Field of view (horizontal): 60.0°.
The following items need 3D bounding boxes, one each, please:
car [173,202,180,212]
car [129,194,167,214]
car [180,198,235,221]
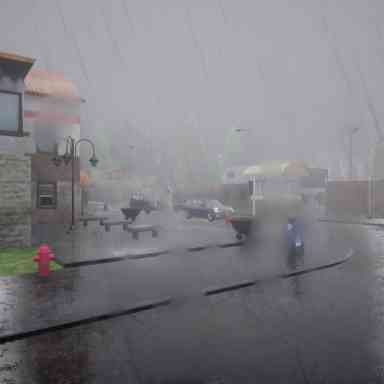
[{"bbox_3d":[-0.293,1.526,36.637,1.812,1.442,4.674,0,0,-35],"label":"car"},{"bbox_3d":[-4.797,1.221,35.787,2.150,2.045,5.566,0,0,-35],"label":"car"},{"bbox_3d":[1.380,1.352,27.067,2.097,1.767,4.553,0,0,-35],"label":"car"}]
